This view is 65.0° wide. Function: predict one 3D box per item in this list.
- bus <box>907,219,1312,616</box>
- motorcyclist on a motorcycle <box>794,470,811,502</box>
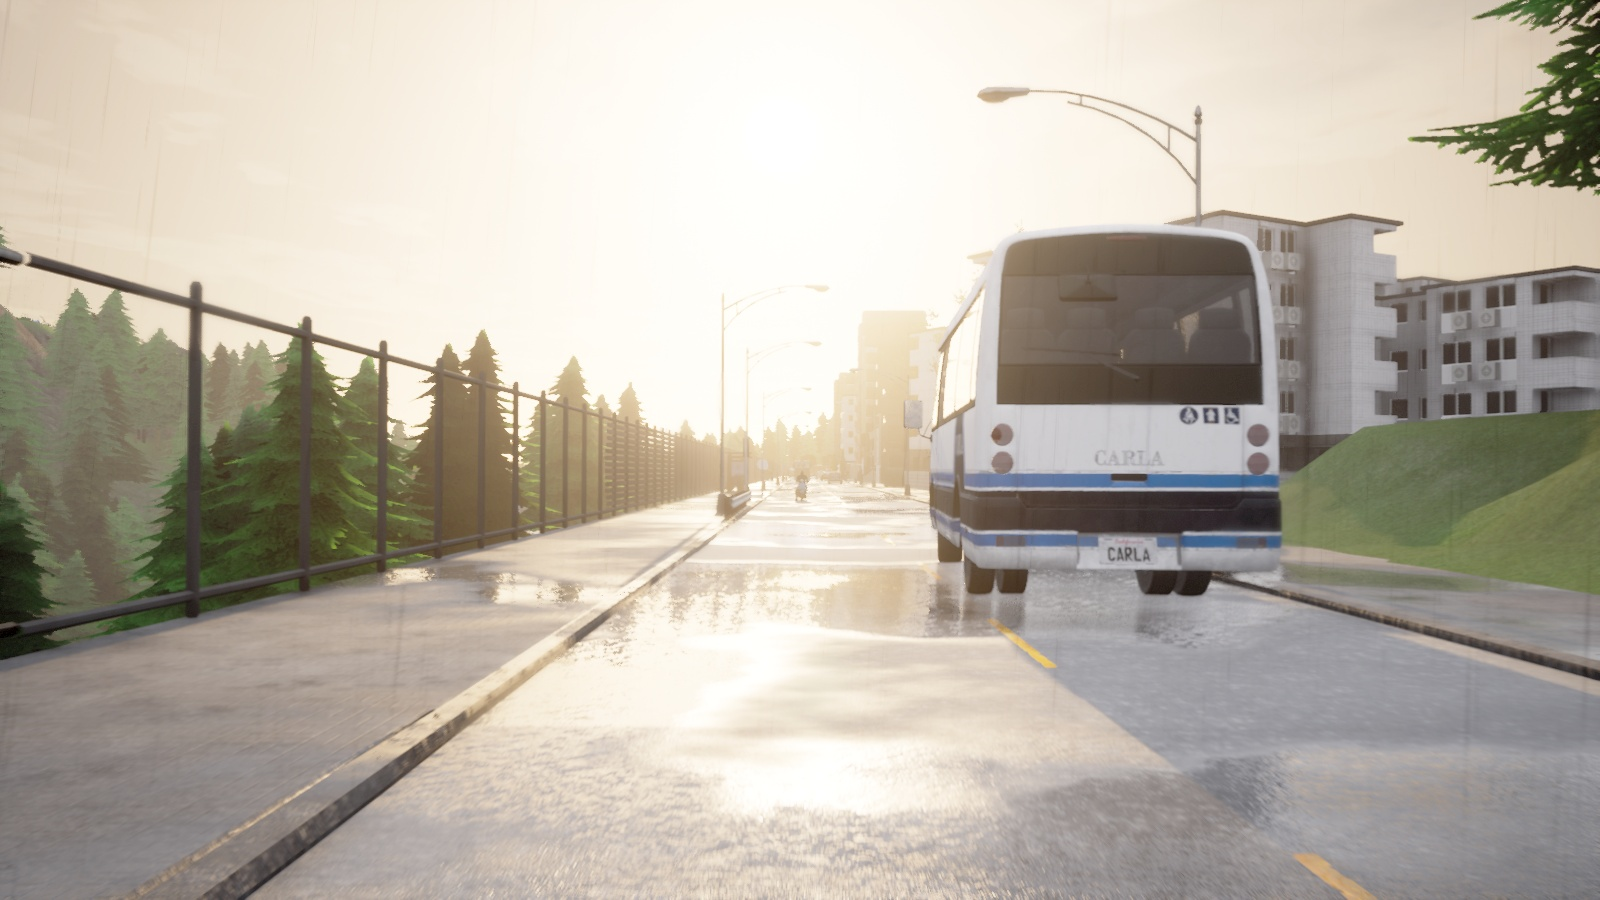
[{"bbox_3d":[3.751,-0.264,18.675,3.944,4.253,10.273,0,-1,3],"label":"bus"},{"bbox_3d":[0.129,1.860,65.236,0.866,1.590,1.817,0,-1,0],"label":"motorcyclist on a motorcycle"}]
